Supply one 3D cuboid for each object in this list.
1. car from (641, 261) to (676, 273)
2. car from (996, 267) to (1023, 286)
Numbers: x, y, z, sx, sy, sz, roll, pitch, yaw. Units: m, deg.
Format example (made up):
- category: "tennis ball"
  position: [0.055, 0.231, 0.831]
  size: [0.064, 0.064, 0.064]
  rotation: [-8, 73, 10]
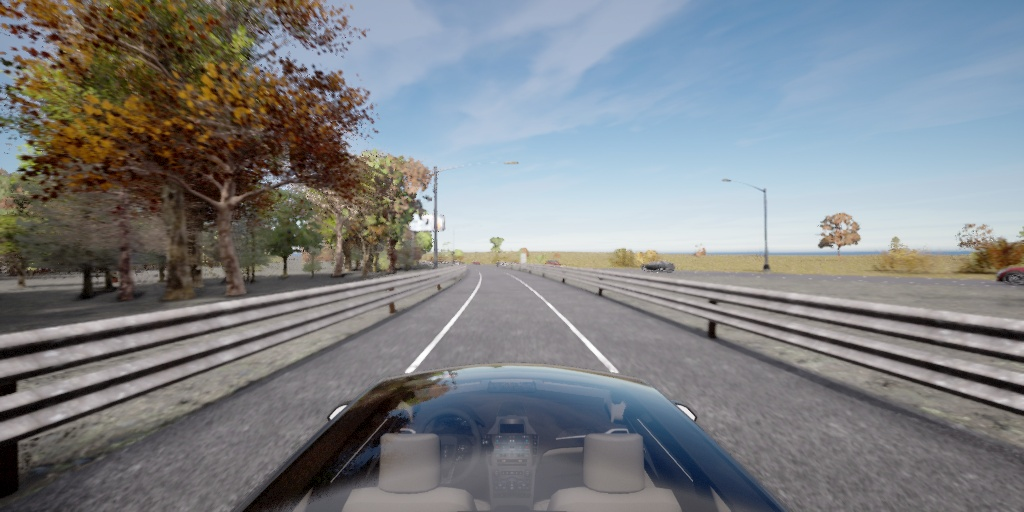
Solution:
- category: "car"
  position: [19.475, 1.393, 47.918]
  size: [2.128, 1.511, 4.902]
  rotation: [0, -1, -23]
- category: "car"
  position: [31.262, 0.862, 20.292]
  size: [2.097, 1.767, 4.553]
  rotation: [0, -1, -23]
